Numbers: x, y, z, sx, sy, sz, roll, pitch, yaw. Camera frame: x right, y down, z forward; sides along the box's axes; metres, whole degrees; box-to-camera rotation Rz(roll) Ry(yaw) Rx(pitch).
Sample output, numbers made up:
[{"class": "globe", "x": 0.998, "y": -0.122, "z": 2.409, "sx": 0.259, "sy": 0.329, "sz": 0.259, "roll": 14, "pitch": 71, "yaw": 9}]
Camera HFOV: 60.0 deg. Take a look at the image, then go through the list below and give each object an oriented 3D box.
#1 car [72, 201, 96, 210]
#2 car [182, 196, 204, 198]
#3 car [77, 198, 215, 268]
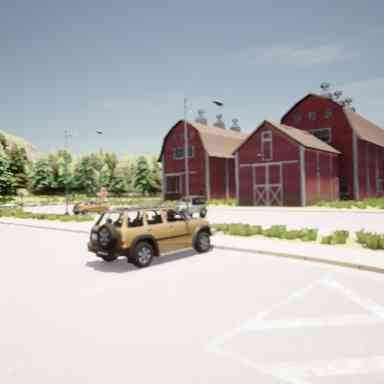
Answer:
[{"class": "car", "x": -10.911, "y": 1.707, "z": 36.502, "sx": 1.816, "sy": 1.474, "sz": 4.193, "roll": -1, "pitch": 0, "yaw": 41}, {"class": "car", "x": -0.327, "y": 1.274, "z": 28.140, "sx": 1.905, "sy": 1.878, "sz": 3.866, "roll": -1, "pitch": 0, "yaw": 41}, {"class": "car", "x": -1.244, "y": 1.321, "z": 11.447, "sx": 1.932, "sy": 1.855, "sz": 4.605, "roll": -1, "pitch": 0, "yaw": 41}]
